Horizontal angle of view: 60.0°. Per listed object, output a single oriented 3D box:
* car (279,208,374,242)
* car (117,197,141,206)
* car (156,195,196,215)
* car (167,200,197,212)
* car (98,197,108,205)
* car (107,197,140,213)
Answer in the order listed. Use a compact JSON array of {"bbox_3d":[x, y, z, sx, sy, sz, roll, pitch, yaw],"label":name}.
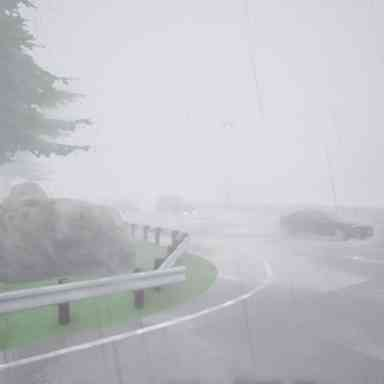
[{"bbox_3d":[6.958,1.629,17.711,1.882,1.535,5.008,1,0,-34],"label":"car"},{"bbox_3d":[-10.752,1.570,56.418,2.033,1.411,5.357,1,0,-34],"label":"car"},{"bbox_3d":[-1.981,1.409,37.089,2.150,2.045,5.566,1,0,-34],"label":"car"},{"bbox_3d":[-1.329,1.785,42.364,1.994,1.385,4.181,1,0,-34],"label":"car"},{"bbox_3d":[-13.664,1.556,54.478,2.097,1.767,4.553,1,0,-34],"label":"car"},{"bbox_3d":[-8.093,1.660,39.869,1.837,1.490,4.892,1,0,-34],"label":"car"}]
